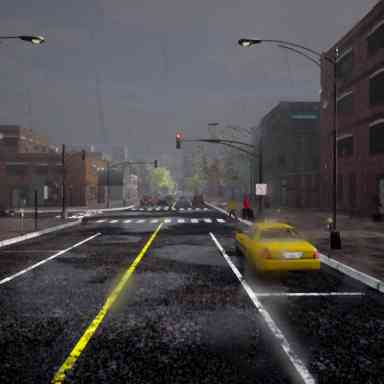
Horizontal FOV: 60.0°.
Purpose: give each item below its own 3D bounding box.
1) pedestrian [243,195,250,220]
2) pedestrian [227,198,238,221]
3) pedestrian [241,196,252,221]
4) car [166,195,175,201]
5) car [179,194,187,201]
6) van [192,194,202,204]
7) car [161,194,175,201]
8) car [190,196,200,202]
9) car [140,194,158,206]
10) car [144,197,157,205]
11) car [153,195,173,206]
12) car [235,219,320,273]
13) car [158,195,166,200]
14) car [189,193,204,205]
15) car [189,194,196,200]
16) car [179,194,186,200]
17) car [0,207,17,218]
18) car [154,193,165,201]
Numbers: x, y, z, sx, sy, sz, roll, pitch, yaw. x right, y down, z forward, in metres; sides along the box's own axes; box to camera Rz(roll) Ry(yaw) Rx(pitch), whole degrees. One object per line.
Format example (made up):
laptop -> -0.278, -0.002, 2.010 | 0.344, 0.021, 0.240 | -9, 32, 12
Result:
pedestrian -> 4.029, 1.137, 24.605 | 0.375, 1.860, 0.375 | -1, 1, -2
pedestrian -> 3.055, 1.289, 25.032 | 0.375, 1.860, 0.375 | -1, 1, -2
pedestrian -> 3.846, 1.129, 23.708 | 0.375, 1.860, 0.375 | -1, 1, -2
car -> -5.259, 1.422, 82.718 | 2.128, 1.511, 4.902 | 0, 0, -2
car -> -2.178, 1.503, 79.813 | 2.128, 1.511, 4.902 | 0, 0, -2
van -> 0.916, 1.327, 64.992 | 1.690, 1.788, 3.998 | -1, 0, -2
car -> -4.885, 1.462, 69.100 | 1.882, 1.535, 5.008 | 0, 0, -2
car -> 0.615, 1.534, 76.076 | 2.008, 1.369, 4.403 | -1, 0, -2
car -> -7.158, 1.304, 53.679 | 2.192, 1.841, 5.009 | -1, 0, -2
car -> -7.308, 1.532, 59.221 | 1.887, 1.381, 4.507 | -1, 0, -2
car -> -4.513, 1.553, 52.257 | 1.994, 1.385, 4.181 | 0, 0, -1
car -> 2.408, 1.523, 10.501 | 1.752, 1.417, 4.829 | -1, 0, -2
car -> -8.217, 1.522, 92.472 | 1.887, 1.381, 4.507 | -1, 0, -2
car -> 1.067, 1.302, 59.450 | 2.192, 1.841, 5.009 | -1, 0, -2
car -> 0.159, 1.418, 92.701 | 1.967, 1.590, 4.097 | -1, 0, -2
car -> -2.461, 1.353, 90.225 | 1.882, 1.535, 5.008 | 0, 0, -2
car -> -20.085, 1.807, 32.323 | 5.357, 1.411, 2.033 | -1, 1, -2
car -> -7.916, 1.296, 81.389 | 2.192, 1.841, 5.009 | -1, 0, -2
